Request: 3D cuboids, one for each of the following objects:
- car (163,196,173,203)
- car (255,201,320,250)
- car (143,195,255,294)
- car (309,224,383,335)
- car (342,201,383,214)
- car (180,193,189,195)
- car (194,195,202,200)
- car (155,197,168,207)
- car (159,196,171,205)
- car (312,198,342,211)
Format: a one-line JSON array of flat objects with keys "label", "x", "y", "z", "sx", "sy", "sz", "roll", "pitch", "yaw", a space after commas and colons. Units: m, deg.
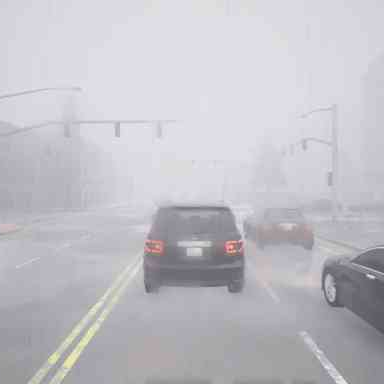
[{"label": "car", "x": -5.068, "y": 1.552, "z": 71.174, "sx": 1.994, "sy": 1.385, "sz": 4.181, "roll": 0, "pitch": 0, "yaw": -1}, {"label": "car", "x": 3.535, "y": 1.351, "z": 14.418, "sx": 2.097, "sy": 1.767, "sz": 4.553, "roll": 0, "pitch": 0, "yaw": 0}, {"label": "car", "x": 0.055, "y": 1.222, "z": 8.948, "sx": 2.150, "sy": 2.045, "sz": 5.566, "roll": 0, "pitch": 0, "yaw": 0}, {"label": "car", "x": 3.607, "y": 1.505, "z": 5.045, "sx": 1.837, "sy": 1.490, "sz": 4.892, "roll": 0, "pitch": 0, "yaw": 0}, {"label": "car", "x": 18.490, "y": 1.601, "z": 34.129, "sx": 4.718, "sy": 1.301, "sz": 1.895, "roll": 0, "pitch": 0, "yaw": -2}, {"label": "car", "x": -1.783, "y": 1.496, "z": 80.180, "sx": 1.837, "sy": 1.490, "sz": 4.892, "roll": 0, "pitch": 0, "yaw": -1}, {"label": "car", "x": 1.475, "y": 1.552, "z": 90.326, "sx": 1.994, "sy": 1.385, "sz": 4.181, "roll": 0, "pitch": 0, "yaw": -1}, {"label": "car", "x": -4.696, "y": 1.526, "z": 51.903, "sx": 1.812, "sy": 1.442, "sz": 4.674, "roll": 0, "pitch": 0, "yaw": -1}, {"label": "car", "x": -4.895, "y": 1.477, "z": 61.293, "sx": 1.882, "sy": 1.535, "sz": 5.008, "roll": 0, "pitch": 0, "yaw": -1}, {"label": "car", "x": 14.441, "y": 1.505, "z": 37.522, "sx": 4.892, "sy": 1.490, "sz": 1.837, "roll": 0, "pitch": 0, "yaw": -2}]
